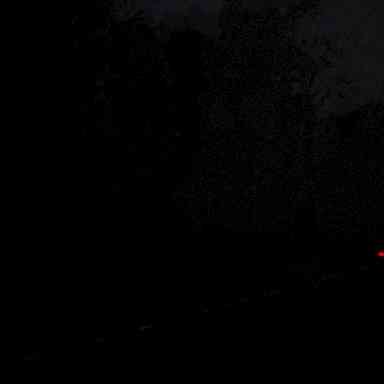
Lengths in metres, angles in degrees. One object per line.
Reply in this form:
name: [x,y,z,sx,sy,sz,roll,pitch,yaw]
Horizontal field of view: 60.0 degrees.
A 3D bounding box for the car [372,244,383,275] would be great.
car: [6.752,1.481,8.573,5.357,1.411,2.033,0,0,-36]
